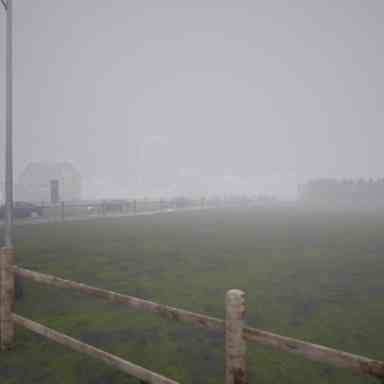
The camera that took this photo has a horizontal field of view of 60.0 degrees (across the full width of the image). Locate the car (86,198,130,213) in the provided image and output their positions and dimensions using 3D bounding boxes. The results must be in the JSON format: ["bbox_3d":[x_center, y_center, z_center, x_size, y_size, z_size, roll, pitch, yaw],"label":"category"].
[{"bbox_3d":[-8.492,1.393,34.066,2.128,1.511,4.902,-1,0,35],"label":"car"}]

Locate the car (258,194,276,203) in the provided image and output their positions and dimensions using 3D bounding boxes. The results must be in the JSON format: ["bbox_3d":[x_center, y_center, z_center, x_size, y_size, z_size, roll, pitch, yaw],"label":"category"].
[{"bbox_3d":[13.892,1.063,61.420,2.097,1.767,4.553,-1,0,36],"label":"car"}]

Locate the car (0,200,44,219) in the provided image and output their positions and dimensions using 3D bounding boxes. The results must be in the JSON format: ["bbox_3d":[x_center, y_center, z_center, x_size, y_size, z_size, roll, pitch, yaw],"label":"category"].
[{"bbox_3d":[-14.164,1.422,25.883,1.882,1.535,5.008,-1,0,36],"label":"car"}]

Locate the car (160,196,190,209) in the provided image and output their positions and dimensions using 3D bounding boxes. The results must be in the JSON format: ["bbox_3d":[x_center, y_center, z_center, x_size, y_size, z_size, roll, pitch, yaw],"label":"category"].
[{"bbox_3d":[-2.156,1.355,43.267,1.837,1.490,4.892,-1,1,34],"label":"car"}]

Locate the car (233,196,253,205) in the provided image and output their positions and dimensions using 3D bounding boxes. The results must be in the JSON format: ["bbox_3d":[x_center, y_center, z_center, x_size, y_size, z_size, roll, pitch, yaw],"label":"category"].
[{"bbox_3d":[8.282,1.326,53.255,1.994,1.385,4.181,-1,0,35],"label":"car"}]
